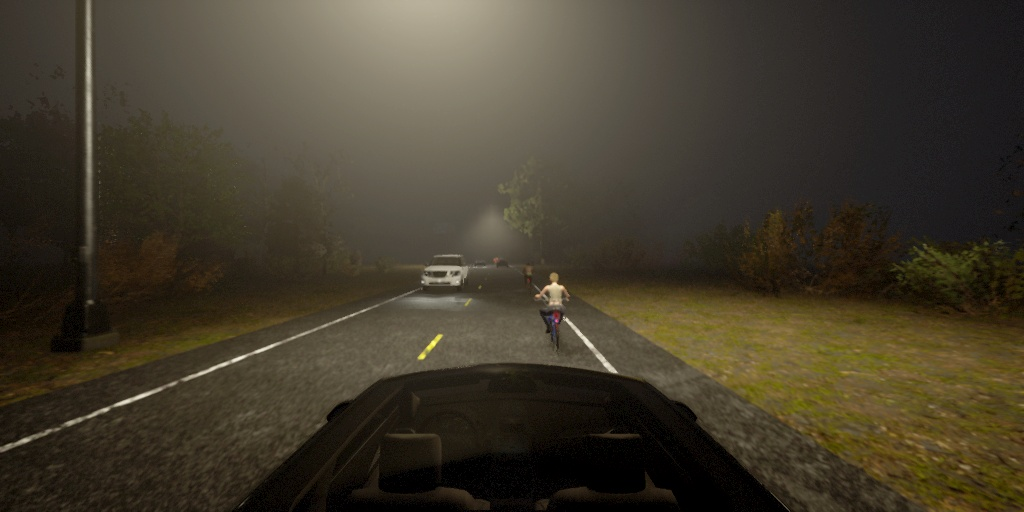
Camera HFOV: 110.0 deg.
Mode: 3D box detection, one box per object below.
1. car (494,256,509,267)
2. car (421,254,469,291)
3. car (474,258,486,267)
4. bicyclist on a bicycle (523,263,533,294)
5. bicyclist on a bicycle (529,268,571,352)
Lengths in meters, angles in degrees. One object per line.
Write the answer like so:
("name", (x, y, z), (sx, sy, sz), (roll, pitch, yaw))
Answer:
("car", (-1.604, 1.072, 58.262), (1.812, 1.442, 4.674), (0, 0, -3))
("car", (-3.834, 0.911, 21.445), (2.150, 2.045, 5.566), (0, 0, -1))
("car", (-5.449, 1.062, 61.589), (1.812, 1.442, 4.674), (0, 0, -3))
("bicyclist on a bicycle", (0.804, 1.154, 17.551), (0.582, 1.620, 1.656), (0, 0, -1))
("bicyclist on a bicycle", (0.914, 1.168, 7.895), (0.866, 1.612, 1.509), (0, 0, 0))
